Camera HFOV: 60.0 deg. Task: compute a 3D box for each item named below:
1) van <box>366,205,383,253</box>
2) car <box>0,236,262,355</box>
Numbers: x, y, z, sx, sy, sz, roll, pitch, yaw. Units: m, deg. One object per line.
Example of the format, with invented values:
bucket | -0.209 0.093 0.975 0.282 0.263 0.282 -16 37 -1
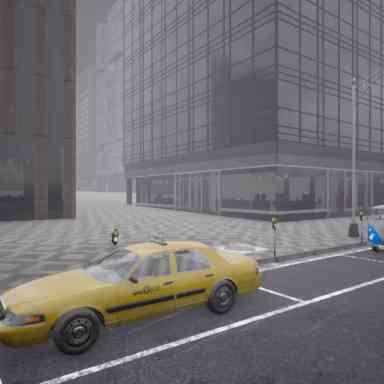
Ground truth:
van | 8.151 1.342 12.446 3.998 1.788 1.690 0 0 -35
car | -0.849 1.525 6.042 4.829 1.417 1.752 0 0 -35
